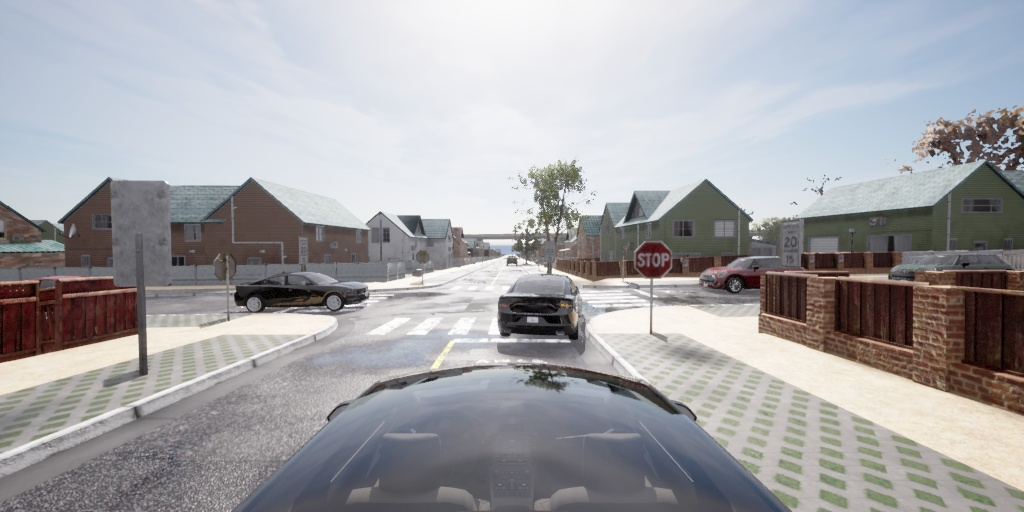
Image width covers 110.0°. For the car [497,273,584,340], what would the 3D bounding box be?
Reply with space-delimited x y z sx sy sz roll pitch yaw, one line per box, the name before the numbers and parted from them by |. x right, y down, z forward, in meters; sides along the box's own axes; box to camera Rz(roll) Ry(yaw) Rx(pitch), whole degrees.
car | 0.960 1.224 10.143 1.882 1.535 5.008 0 0 12

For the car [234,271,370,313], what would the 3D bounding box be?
car | -8.465 1.377 14.672 5.008 1.535 1.882 -1 2 0

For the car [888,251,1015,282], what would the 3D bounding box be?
car | 21.705 0.646 17.819 4.553 1.767 2.097 -1 2 0

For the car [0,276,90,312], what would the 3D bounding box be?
car | -18.018 1.547 14.611 5.008 1.535 1.882 -1 2 0

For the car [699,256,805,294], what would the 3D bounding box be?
car | 11.810 0.820 17.750 4.553 1.767 2.097 -1 2 0
